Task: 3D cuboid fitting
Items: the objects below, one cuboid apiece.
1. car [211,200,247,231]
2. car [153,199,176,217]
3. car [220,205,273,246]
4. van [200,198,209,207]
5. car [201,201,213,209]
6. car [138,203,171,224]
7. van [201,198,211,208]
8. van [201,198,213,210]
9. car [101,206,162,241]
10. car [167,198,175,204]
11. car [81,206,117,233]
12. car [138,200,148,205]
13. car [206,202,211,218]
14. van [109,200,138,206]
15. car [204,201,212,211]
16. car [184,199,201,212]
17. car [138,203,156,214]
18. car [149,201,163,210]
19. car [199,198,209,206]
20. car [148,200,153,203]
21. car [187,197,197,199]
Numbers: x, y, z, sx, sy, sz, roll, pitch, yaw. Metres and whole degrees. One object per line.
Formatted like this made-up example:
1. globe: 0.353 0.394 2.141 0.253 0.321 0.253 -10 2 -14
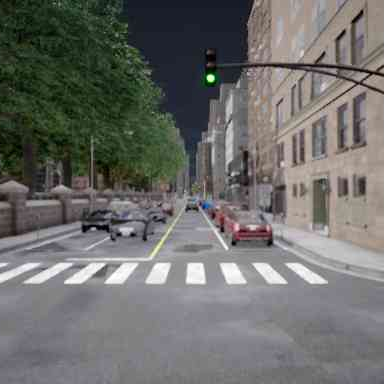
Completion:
1. car: 2.673 1.595 21.911 2.192 1.841 5.009 0 -1 0
2. car: -3.080 1.963 38.342 1.882 1.535 5.008 0 -1 0
3. car: 2.672 1.653 16.502 1.967 1.590 4.097 0 -1 0
4. van: 2.682 2.226 70.581 1.690 1.788 3.998 0 -1 0
5. car: 2.679 2.316 59.762 1.947 1.339 4.313 0 -1 0
6. car: -3.099 1.922 28.092 1.994 1.385 4.181 0 -1 -1
7. van: 2.681 2.159 65.173 1.690 1.788 3.998 0 -1 0
8. van: 2.679 1.957 48.950 1.690 1.788 3.998 0 -1 0
9. car: -3.093 1.725 18.078 2.128 1.511 4.902 0 -1 0
10. car: -5.840 2.592 92.218 1.967 1.590 4.097 0 -1 0
11. car: -5.852 1.847 21.926 1.947 1.339 4.313 0 -1 0
12. car: -5.850 1.856 32.742 1.967 1.590 4.097 0 -1 0
13. car: 2.675 1.959 32.723 1.887 1.381 4.507 0 -1 0
14. van: -5.851 1.690 27.335 1.690 1.788 3.998 0 -1 0
15. car: 2.676 2.063 38.131 1.802 1.307 4.206 0 -1 0
16. car: 0.009 2.103 47.511 1.837 1.490 4.892 0 -1 0
17. car: -5.849 2.132 43.554 1.802 1.307 4.206 0 -1 0
18. car: -5.847 2.230 54.368 1.887 1.381 4.507 0 -1 0
19. car: 2.683 2.266 75.990 2.192 1.841 5.009 0 -1 0
20. car: -5.849 1.798 38.150 2.192 1.841 5.009 0 -1 0
21. car: 0.010 1.950 57.963 2.150 2.045 5.566 0 -1 0
